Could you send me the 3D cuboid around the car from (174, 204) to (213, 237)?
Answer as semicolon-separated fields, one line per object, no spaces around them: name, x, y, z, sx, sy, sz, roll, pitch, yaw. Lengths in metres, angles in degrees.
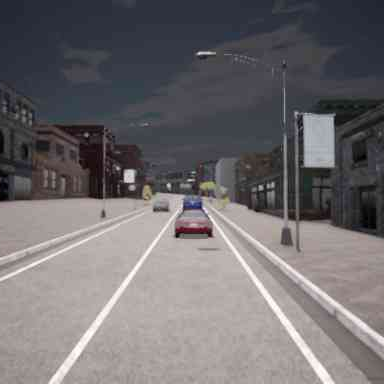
car;0.089;1.577;18.277;1.994;1.385;4.181;0;0;0

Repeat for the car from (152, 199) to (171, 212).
car;-3.554;1.576;39.202;1.837;1.490;4.892;0;0;0

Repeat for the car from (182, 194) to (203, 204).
car;0.077;1.284;36.858;2.150;2.045;5.566;0;0;0
